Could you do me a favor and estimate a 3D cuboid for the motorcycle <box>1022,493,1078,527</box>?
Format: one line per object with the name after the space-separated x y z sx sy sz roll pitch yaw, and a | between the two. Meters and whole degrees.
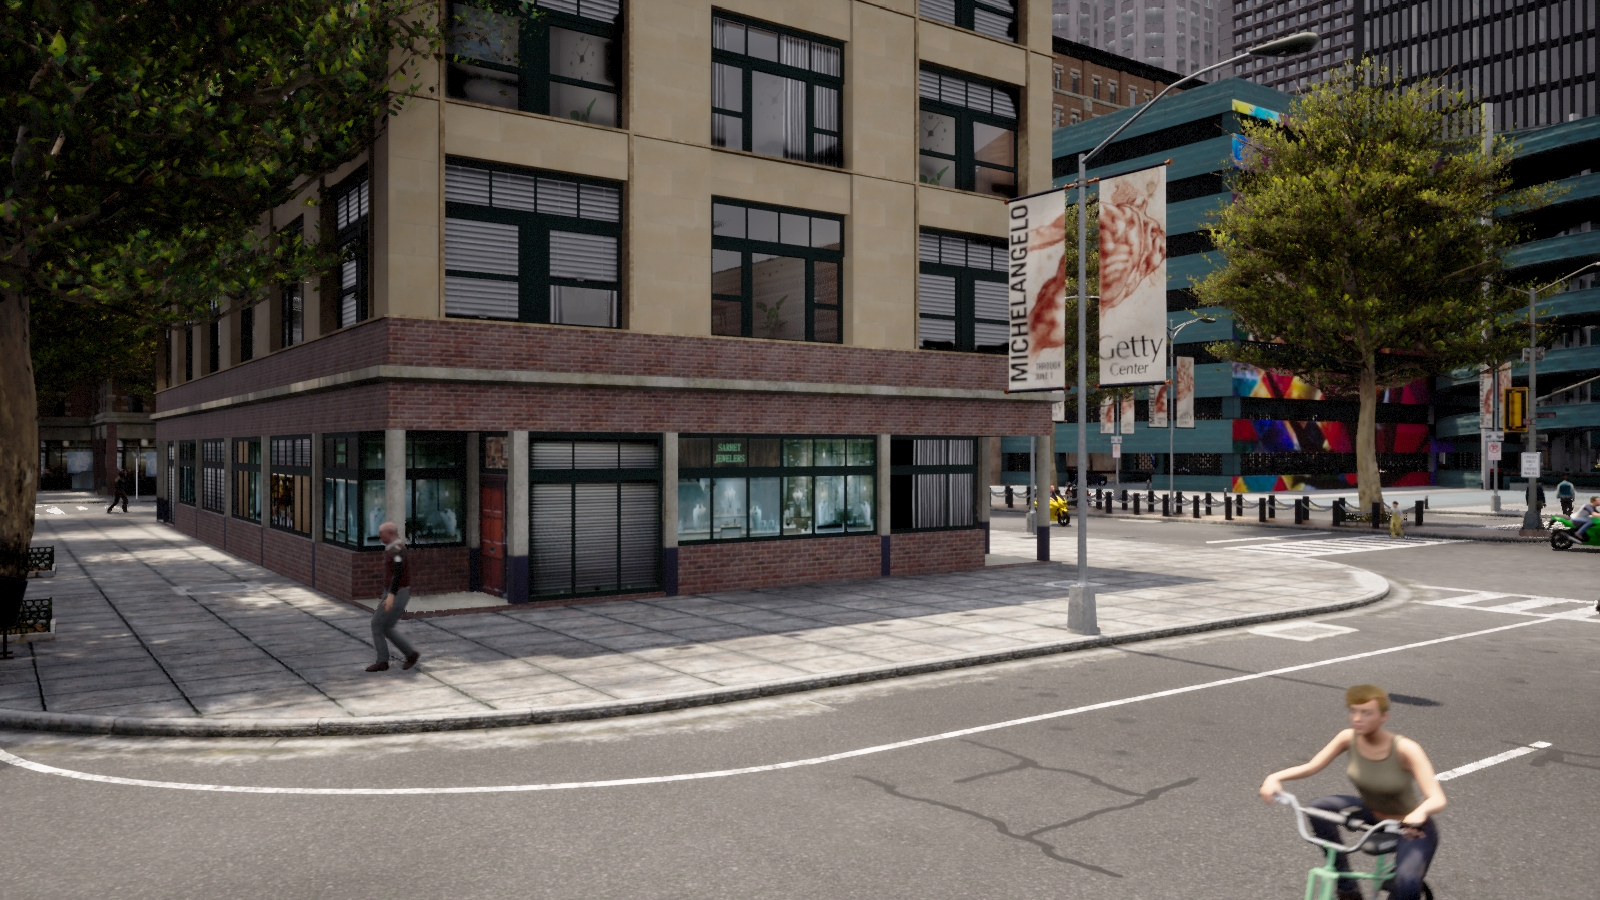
9.194 2.200 42.117 0.803 1.145 2.033 0 0 -33 | motorcycle

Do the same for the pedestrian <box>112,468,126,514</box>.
-28.127 1.694 47.187 0.375 1.860 0.375 0 0 -2 | pedestrian

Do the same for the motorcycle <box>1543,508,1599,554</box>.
21.508 2.199 31.083 0.803 1.145 2.033 0 0 -40 | motorcycle

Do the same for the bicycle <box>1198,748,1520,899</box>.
2.849 2.254 5.804 1.487 1.080 0.859 0 0 -35 | bicycle

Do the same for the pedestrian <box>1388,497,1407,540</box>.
18.564 2.114 35.492 0.375 1.300 0.375 0 0 -26 | pedestrian

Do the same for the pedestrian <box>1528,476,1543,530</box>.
25.435 1.831 39.525 0.375 1.860 0.375 0 0 43 | pedestrian

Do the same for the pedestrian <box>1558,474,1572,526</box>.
27.968 1.830 41.780 0.375 1.860 0.375 0 0 42 | pedestrian

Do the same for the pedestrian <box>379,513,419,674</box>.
-4.787 1.694 13.638 0.375 1.860 0.375 0 0 -30 | pedestrian
